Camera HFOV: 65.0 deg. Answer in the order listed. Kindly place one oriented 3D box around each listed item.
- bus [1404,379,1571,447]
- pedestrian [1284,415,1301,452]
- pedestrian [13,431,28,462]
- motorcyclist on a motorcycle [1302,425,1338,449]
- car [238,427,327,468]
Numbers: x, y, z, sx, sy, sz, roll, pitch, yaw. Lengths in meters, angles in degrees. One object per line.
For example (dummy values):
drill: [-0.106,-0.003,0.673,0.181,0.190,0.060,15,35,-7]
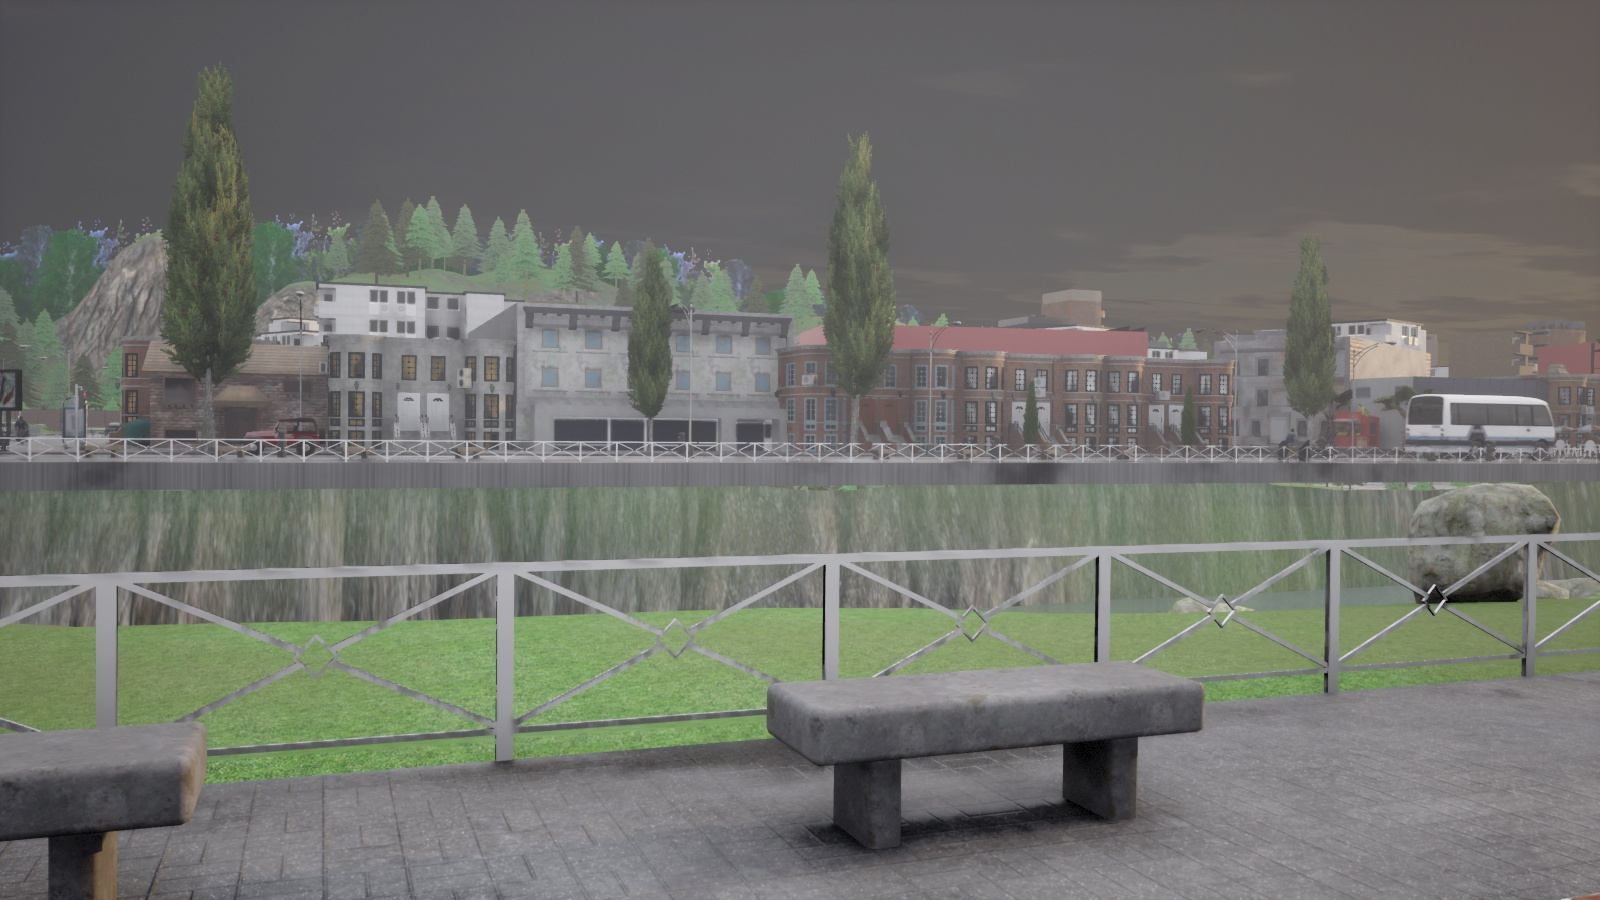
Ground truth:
bus: [45.258,-2.412,82.644,10.273,4.253,3.944,-1,1,-21]
pedestrian: [26.131,-0.858,66.606,0.788,1.949,0.423,-1,1,-22]
pedestrian: [-47.761,-0.235,76.986,0.563,1.883,0.849,-1,1,-18]
motorcyclist on a motorcycle: [34.255,-0.883,82.755,2.191,1.530,0.866,-1,1,-21]
car: [-24.798,-0.119,60.292,3.866,1.878,1.905,-1,1,-21]
